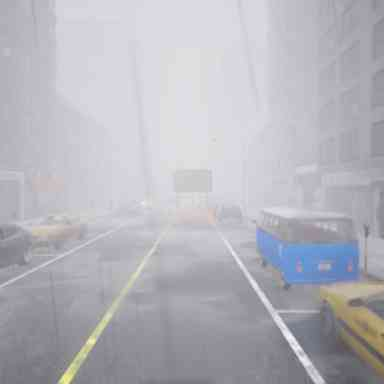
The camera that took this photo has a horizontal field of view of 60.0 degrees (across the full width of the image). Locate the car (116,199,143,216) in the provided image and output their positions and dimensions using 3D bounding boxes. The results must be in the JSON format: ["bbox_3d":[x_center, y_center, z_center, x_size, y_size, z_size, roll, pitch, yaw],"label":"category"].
[{"bbox_3d":[-5.775,1.353,30.768,1.967,1.590,4.097,-1,0,0],"label":"car"}]

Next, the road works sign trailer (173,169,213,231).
[{"bbox_3d":[0.024,0.403,20.363,2.380,3.560,2.880,0,0,-3],"label":"road works sign trailer"}]

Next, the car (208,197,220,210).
[{"bbox_3d":[2.751,1.458,30.768,1.887,1.381,4.507,-1,0,0],"label":"car"}]

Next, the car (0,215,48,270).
[{"bbox_3d":[-5.772,1.538,8.747,1.947,1.339,4.313,-1,0,0],"label":"car"}]

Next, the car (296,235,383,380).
[{"bbox_3d":[2.752,1.514,3.413,1.752,1.417,4.829,-1,0,0],"label":"car"}]

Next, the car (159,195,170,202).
[{"bbox_3d":[-5.775,1.397,69.304,1.947,1.339,4.313,-1,0,0],"label":"car"}]

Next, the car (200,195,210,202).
[{"bbox_3d":[2.750,1.376,69.304,1.887,1.381,4.507,-1,0,0],"label":"car"}]

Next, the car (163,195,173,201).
[{"bbox_3d":[-5.776,1.357,80.314,1.887,1.381,4.507,-1,0,0],"label":"car"}]

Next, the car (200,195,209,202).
[{"bbox_3d":[2.749,1.367,74.809,1.887,1.381,4.507,-1,0,0],"label":"car"}]

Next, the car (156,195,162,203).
[{"bbox_3d":[-5.777,1.282,63.798,1.967,1.590,4.097,-1,0,0],"label":"car"}]

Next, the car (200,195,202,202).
[{"bbox_3d":[2.750,1.408,63.799,1.947,1.339,4.313,-1,0,0],"label":"car"}]

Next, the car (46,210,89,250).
[{"bbox_3d":[-5.773,1.482,14.083,1.752,1.417,4.829,-1,0,0],"label":"car"}]

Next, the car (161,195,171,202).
[{"bbox_3d":[-5.776,1.372,74.809,2.008,1.369,4.403,-1,0,0],"label":"car"}]

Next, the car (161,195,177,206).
[{"bbox_3d":[-3.072,1.433,50.084,1.994,1.385,4.181,0,0,0],"label":"car"}]

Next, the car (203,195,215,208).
[{"bbox_3d":[2.749,1.327,41.778,1.967,1.590,4.097,-1,0,0],"label":"car"}]

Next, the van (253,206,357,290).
[{"bbox_3d":[2.750,1.313,8.747,1.690,1.788,3.998,-1,0,0],"label":"van"}]

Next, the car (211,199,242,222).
[{"bbox_3d":[2.751,1.477,25.263,2.008,1.369,4.403,-1,0,0],"label":"car"}]
